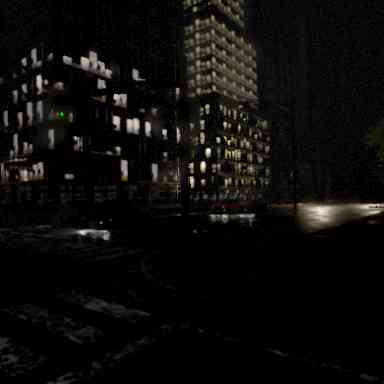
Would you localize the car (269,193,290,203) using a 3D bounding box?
[{"bbox_3d":[13.664,1.167,52.448,2.150,2.045,5.566,-2,-1,37],"label":"car"}]

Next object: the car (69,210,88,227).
[{"bbox_3d":[-6.924,1.777,25.298,1.882,1.535,5.008,-2,-1,37],"label":"car"}]

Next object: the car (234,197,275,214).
[{"bbox_3d":[7.389,1.729,38.857,2.128,1.511,4.902,-2,-1,37],"label":"car"}]

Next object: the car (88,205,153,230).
[{"bbox_3d":[-4.631,1.781,22.938,1.994,1.385,4.181,-2,-1,37],"label":"car"}]

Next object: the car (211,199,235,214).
[{"bbox_3d":[4.240,1.669,40.087,2.097,1.767,4.553,-2,-1,37],"label":"car"}]
